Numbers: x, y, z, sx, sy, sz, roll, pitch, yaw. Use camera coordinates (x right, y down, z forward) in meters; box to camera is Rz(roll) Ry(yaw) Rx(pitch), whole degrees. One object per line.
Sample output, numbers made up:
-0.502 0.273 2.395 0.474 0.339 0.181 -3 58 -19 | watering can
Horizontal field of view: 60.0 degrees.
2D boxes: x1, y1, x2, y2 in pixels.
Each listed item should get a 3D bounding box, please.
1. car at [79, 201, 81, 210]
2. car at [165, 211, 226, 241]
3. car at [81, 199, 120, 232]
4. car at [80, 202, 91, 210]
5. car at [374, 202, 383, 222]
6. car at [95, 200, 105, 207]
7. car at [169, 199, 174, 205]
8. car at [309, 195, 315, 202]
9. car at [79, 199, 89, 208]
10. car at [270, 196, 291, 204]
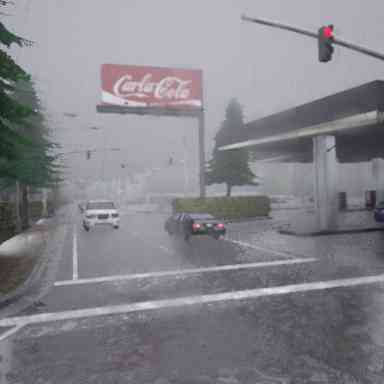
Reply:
-14.408 2.244 46.171 2.128 1.511 4.902 -1 -1 -19 | car
0.009 1.689 17.541 2.033 1.411 5.357 1 -3 -18 | car
-6.467 1.557 23.468 2.150 2.045 5.566 -1 -1 -19 | car
-20.396 2.672 63.570 1.895 1.301 4.718 -1 -1 -19 | car
16.382 1.493 25.602 4.611 1.667 2.242 -1 -1 -20 | car
-21.373 2.595 76.941 1.812 1.442 4.674 -1 -1 -19 | car
-3.822 2.276 73.481 2.007 1.523 4.514 -1 -1 -20 | car
27.468 1.564 73.124 1.845 1.501 3.633 -1 -1 -20 | car
-24.527 2.609 75.359 2.097 1.767 4.553 -1 -1 -19 | car
18.033 1.728 69.834 2.007 1.523 4.514 -1 -1 -20 | car
